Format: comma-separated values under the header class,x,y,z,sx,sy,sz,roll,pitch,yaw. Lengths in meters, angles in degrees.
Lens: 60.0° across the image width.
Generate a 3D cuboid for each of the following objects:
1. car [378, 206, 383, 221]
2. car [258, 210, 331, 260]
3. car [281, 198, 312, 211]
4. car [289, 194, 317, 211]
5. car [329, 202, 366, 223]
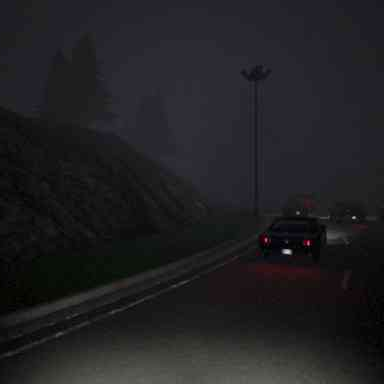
class,x,y,z,sx,sy,sz,roll,pitch,yaw
car,15.047,1.472,24.046,1.882,1.535,5.008,0,0,13
car,3.969,1.598,12.538,1.895,1.301,4.718,0,0,25
car,8.914,1.519,29.051,1.812,1.442,4.674,0,0,9
car,13.174,1.212,40.137,2.150,2.045,5.566,0,0,1
car,11.729,1.500,25.314,1.837,1.490,4.892,0,0,13
